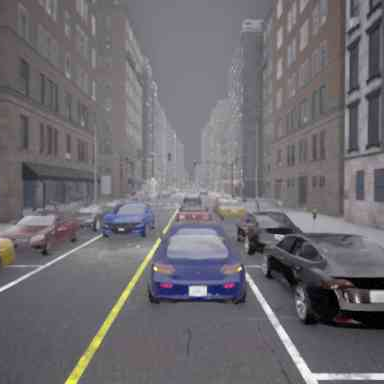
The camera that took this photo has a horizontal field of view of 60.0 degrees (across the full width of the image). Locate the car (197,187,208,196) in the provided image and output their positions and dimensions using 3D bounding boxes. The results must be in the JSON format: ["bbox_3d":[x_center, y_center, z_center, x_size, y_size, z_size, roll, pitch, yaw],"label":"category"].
[{"bbox_3d":[2.726,0.057,76.565,1.967,1.590,4.097,0,1,0],"label":"car"}]

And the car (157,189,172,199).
[{"bbox_3d":[-5.320,0.460,60.225,2.008,1.369,4.403,0,1,0],"label":"car"}]

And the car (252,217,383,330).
[{"bbox_3d":[2.638,1.449,6.687,1.947,1.339,4.313,0,1,0],"label":"car"}]

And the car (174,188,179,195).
[{"bbox_3d":[-5.285,-0.028,87.491,1.947,1.339,4.313,0,1,0],"label":"car"}]

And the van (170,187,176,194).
[{"bbox_3d":[-5.278,-0.354,92.939,1.690,1.788,3.998,0,1,0],"label":"van"}]

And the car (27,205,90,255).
[{"bbox_3d":[-5.381,1.362,12.119,1.802,1.307,4.206,0,1,0],"label":"car"}]

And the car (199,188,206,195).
[{"bbox_3d":[2.740,-0.146,87.472,1.967,1.590,4.097,0,1,0],"label":"car"}]

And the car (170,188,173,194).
[{"bbox_3d":[-5.313,0.354,65.678,1.887,1.381,4.507,0,1,0],"label":"car"}]

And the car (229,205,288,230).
[{"bbox_3d":[2.645,1.354,12.099,1.947,1.339,4.313,0,1,0],"label":"car"}]

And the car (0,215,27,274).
[{"bbox_3d":[-5.387,1.404,6.536,1.752,1.417,4.829,0,1,0],"label":"car"}]

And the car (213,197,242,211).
[{"bbox_3d":[2.659,1.116,23.093,1.752,1.417,4.829,0,1,0],"label":"car"}]

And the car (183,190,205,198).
[{"bbox_3d":[0.038,0.862,34.352,1.882,1.535,5.008,0,1,0],"label":"car"}]

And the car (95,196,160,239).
[{"bbox_3d":[-2.833,1.193,15.863,1.882,1.535,5.008,0,1,0],"label":"car"}]

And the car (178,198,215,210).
[{"bbox_3d":[0.106,1.257,19.312,1.895,1.301,4.718,0,1,0],"label":"car"}]

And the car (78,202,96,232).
[{"bbox_3d":[-5.373,1.234,17.530,2.008,1.369,4.403,0,1,0],"label":"car"}]

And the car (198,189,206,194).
[{"bbox_3d":[2.747,-0.143,92.927,1.887,1.381,4.507,0,1,0],"label":"car"}]

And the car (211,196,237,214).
[{"bbox_3d":[2.665,1.077,28.336,1.802,1.307,4.206,0,1,0],"label":"car"}]

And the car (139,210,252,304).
[{"bbox_3d":[0.101,1.389,7.660,1.812,1.442,4.674,0,1,0],"label":"car"}]

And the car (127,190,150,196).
[{"bbox_3d":[-5.353,0.705,33.762,2.192,1.841,5.009,0,1,0],"label":"car"}]
